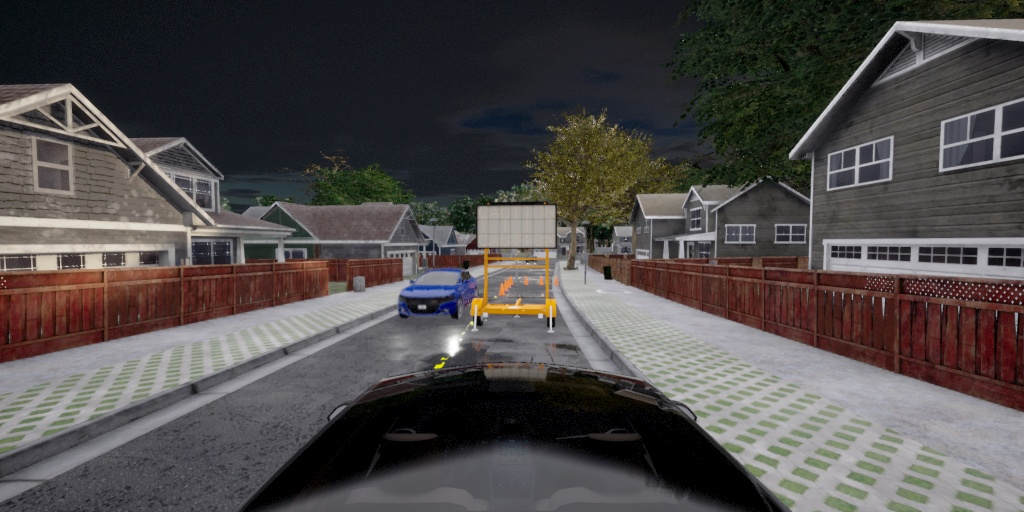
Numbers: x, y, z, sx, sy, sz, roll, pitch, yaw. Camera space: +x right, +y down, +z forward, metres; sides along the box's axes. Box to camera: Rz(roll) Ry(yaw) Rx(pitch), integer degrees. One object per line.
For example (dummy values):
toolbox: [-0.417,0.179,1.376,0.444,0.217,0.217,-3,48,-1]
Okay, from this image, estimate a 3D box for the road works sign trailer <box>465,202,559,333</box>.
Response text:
road works sign trailer: [0.144,0.191,10.788,2.380,3.560,2.880,0,0,5]

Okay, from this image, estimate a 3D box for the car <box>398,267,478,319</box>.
car: [-2.440,1.190,12.841,1.882,1.535,5.008,0,0,4]

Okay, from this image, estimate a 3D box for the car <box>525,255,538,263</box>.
car: [3.540,0.571,63.205,1.994,1.385,4.181,0,1,8]
